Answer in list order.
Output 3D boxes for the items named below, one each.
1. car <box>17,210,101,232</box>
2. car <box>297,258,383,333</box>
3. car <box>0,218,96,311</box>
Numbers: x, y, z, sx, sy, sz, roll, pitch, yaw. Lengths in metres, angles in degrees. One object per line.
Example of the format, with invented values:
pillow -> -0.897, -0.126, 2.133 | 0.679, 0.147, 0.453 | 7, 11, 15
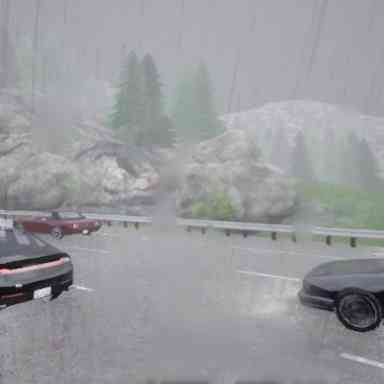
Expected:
car -> -6.853, 1.552, 16.592 | 4.718, 1.301, 1.895 | 0, 0, 31
car -> 4.484, 1.533, 5.037 | 5.357, 1.411, 2.033 | 0, 0, 35
car -> -4.540, 1.471, 6.896 | 4.902, 1.511, 2.128 | 0, 0, 33
